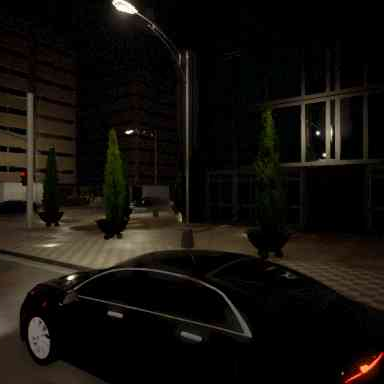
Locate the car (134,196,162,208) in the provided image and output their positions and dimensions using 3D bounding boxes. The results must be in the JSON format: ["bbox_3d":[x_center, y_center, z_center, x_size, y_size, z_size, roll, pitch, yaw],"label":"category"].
[{"bbox_3d":[-6.411,1.408,48.829,2.097,1.767,4.553,0,0,35],"label":"car"}]

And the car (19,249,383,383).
[{"bbox_3d":[-0.267,1.505,4.183,4.892,1.490,1.837,0,0,36],"label":"car"}]

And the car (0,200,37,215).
[{"bbox_3d":[-17.885,1.533,32.583,1.882,1.535,5.008,0,0,35],"label":"car"}]
